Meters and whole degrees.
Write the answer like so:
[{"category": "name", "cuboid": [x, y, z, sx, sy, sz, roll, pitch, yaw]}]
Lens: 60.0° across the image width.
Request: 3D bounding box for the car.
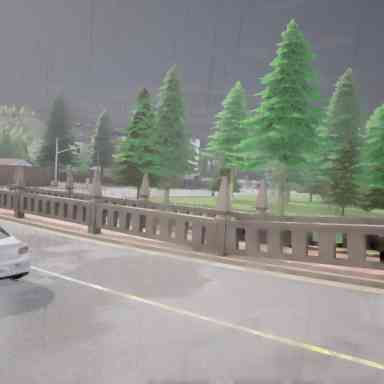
[{"category": "car", "cuboid": [-5.727, 1.321, 8.041, 4.674, 1.442, 1.812, 3, 2, 35]}]
